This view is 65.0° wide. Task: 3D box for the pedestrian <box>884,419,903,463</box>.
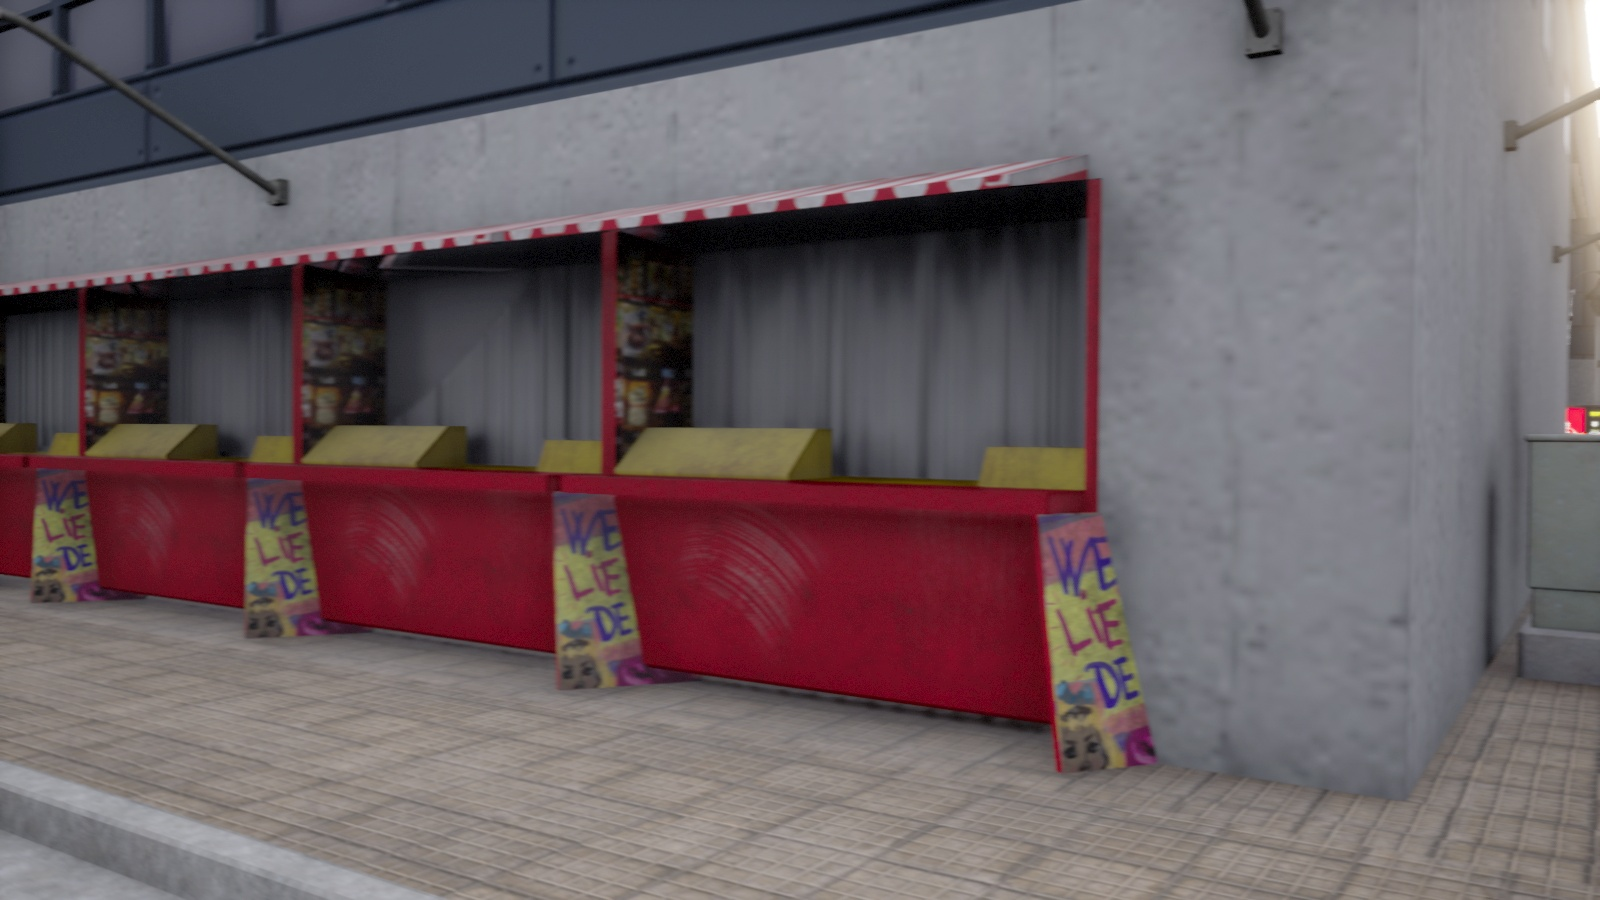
[{"bbox_3d":[4.088,-0.395,54.973,0.692,1.930,0.395,0,1,32],"label":"pedestrian"}]
